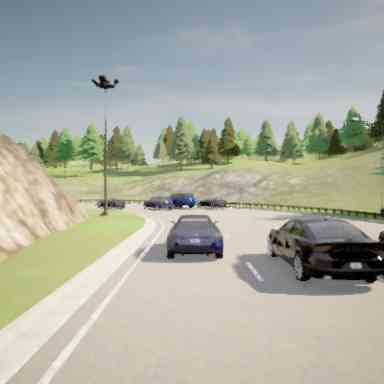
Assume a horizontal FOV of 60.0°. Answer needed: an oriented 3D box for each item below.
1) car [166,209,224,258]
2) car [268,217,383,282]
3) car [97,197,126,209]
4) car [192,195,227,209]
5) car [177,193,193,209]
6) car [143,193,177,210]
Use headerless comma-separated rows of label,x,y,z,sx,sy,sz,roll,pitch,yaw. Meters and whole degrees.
car,0.100,1.546,12.752,1.994,1.385,4.181,0,0,0
car,3.601,1.464,9.777,1.882,1.535,5.008,0,0,0
car,-10.702,1.431,43.771,4.902,1.511,2.128,0,0,44
car,2.569,1.429,44.466,2.128,1.511,4.902,0,0,-35
car,-1.878,1.159,44.887,2.150,2.045,5.566,1,-1,-40
car,-4.389,1.293,41.994,2.097,1.767,4.553,-1,0,-38
